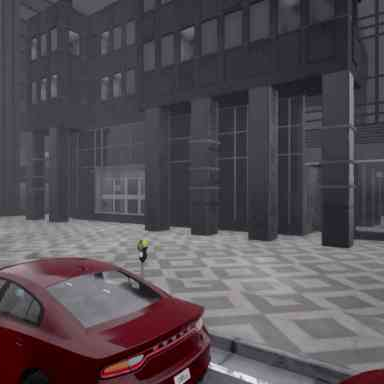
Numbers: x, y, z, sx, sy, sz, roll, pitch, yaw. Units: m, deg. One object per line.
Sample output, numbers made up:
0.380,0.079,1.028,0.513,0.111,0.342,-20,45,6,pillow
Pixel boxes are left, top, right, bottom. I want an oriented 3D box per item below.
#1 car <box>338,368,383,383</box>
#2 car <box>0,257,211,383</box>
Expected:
2.691,1.545,1.048,4.507,1.381,1.887,0,0,35,car
-1.905,1.545,4.311,4.507,1.381,1.887,0,0,35,car
